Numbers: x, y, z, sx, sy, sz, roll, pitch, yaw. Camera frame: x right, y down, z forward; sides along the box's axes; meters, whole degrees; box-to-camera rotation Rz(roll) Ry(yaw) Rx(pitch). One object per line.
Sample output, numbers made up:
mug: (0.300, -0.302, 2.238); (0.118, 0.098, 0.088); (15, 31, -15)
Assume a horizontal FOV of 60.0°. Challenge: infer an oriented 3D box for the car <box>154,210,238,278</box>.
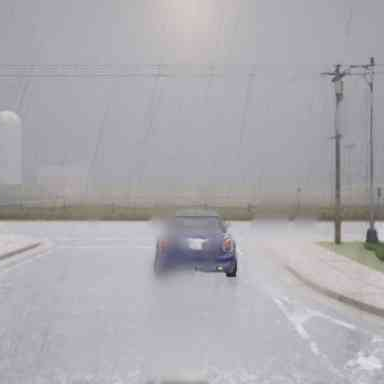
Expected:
car: (0.149, 1.330, 10.199); (2.097, 1.767, 4.553); (0, 0, 2)
